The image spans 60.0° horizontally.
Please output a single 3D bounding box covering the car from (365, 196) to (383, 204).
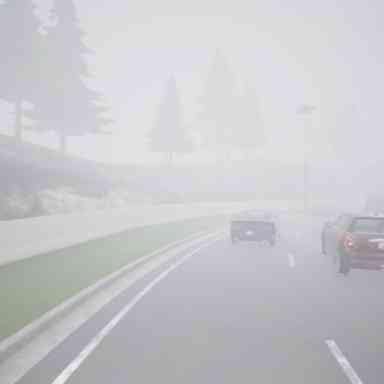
[{"bbox_3d":[18.635,1.387,32.242,5.566,2.045,2.150,0,0,-43],"label":"car"}]

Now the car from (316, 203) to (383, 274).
[{"bbox_3d":[5.455,1.401,10.589,2.097,1.767,4.553,1,0,14],"label":"car"}]

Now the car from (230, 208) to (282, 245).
[{"bbox_3d":[3.166,1.511,15.856,1.882,1.535,5.008,0,0,19],"label":"car"}]

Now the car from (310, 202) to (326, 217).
[{"bbox_3d":[12.911,1.683,31.675,1.994,1.385,4.181,0,0,42],"label":"car"}]
